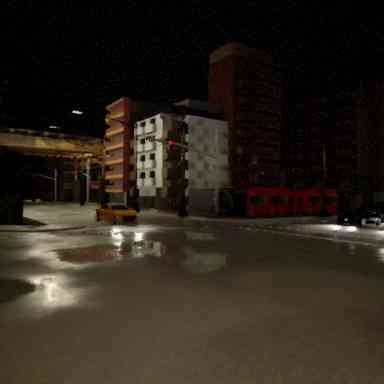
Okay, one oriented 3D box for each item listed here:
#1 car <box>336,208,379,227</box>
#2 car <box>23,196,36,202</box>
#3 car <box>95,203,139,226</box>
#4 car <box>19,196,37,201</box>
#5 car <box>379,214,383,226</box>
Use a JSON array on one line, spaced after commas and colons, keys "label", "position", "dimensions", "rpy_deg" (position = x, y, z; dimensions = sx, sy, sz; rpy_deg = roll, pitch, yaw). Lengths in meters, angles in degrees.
[{"label": "car", "position": [13.405, 1.987, 26.608], "dimensions": [4.181, 1.385, 1.994], "rpy_deg": [1, -1, -36]}, {"label": "car", "position": [-39.328, 1.687, 79.564], "dimensions": [4.974, 1.542, 2.038], "rpy_deg": [0, -1, 34]}, {"label": "car", "position": [-5.797, 1.619, 25.346], "dimensions": [1.882, 1.535, 5.008], "rpy_deg": [1, 0, -35]}, {"label": "car", "position": [-39.370, 1.530, 79.595], "dimensions": [4.536, 1.218, 1.853], "rpy_deg": [0, -1, 34]}, {"label": "car", "position": [15.955, 1.915, 24.132], "dimensions": [5.008, 1.535, 1.882], "rpy_deg": [2, -1, -36]}]
